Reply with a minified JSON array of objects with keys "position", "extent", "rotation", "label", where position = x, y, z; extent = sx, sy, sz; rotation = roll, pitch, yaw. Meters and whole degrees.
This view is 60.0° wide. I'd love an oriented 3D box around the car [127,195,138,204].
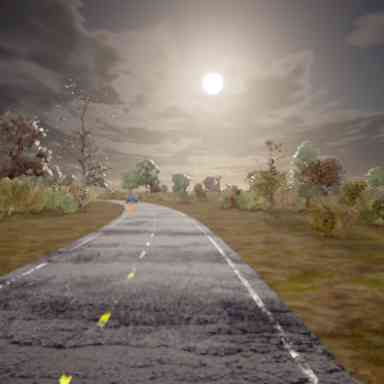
[{"position":[-14.180,1.696,78.987],"extent":[2.150,2.045,5.566],"rotation":[0,0,-18],"label":"car"}]
